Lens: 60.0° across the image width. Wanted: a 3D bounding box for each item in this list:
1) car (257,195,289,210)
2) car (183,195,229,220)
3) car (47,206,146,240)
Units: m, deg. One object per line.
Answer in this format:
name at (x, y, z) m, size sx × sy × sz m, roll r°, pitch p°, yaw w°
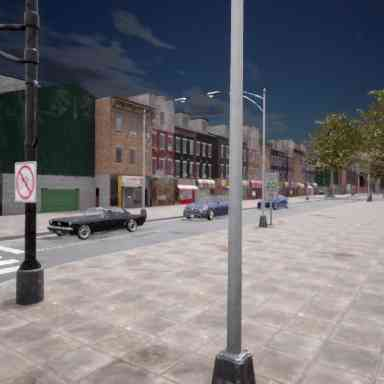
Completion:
car at (8.388, 0.999, 34.279) m, size 1.882 × 1.535 × 5.008 m, roll 1°, pitch 1°, yaw 36°
car at (1.324, 1.024, 24.401) m, size 2.097 × 1.767 × 4.553 m, roll 1°, pitch 1°, yaw 36°
car at (-4.503, 1.408, 16.245) m, size 1.895 × 1.301 × 4.718 m, roll 1°, pitch 1°, yaw 35°
